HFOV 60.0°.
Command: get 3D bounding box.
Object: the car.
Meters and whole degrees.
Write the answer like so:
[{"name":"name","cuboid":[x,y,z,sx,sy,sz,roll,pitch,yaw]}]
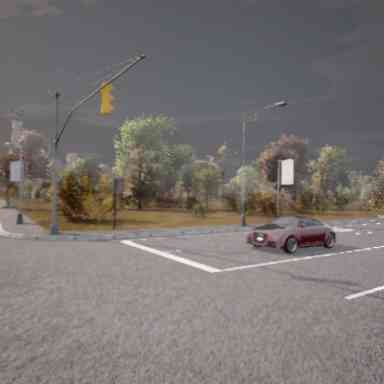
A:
[{"name":"car","cuboid":[4.388,1.744,14.538,4.181,1.385,1.994,1,0,-34]}]
